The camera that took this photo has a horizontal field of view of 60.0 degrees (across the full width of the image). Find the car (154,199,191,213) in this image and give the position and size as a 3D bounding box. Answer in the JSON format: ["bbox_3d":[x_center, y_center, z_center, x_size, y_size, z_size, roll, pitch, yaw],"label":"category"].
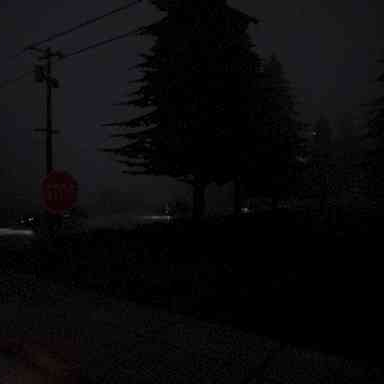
[{"bbox_3d":[-2.078,1.546,35.572,2.097,1.767,4.553,0,0,33],"label":"car"}]

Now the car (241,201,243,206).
[{"bbox_3d":[8.841,1.759,52.119,2.033,1.411,5.357,0,0,33],"label":"car"}]

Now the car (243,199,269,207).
[{"bbox_3d":[9.221,1.704,46.208,1.812,1.442,4.674,0,0,34],"label":"car"}]

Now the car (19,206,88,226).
[{"bbox_3d":[-9.783,1.692,23.776,1.837,1.490,4.892,0,0,33],"label":"car"}]

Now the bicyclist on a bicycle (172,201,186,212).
[{"bbox_3d":[-0.941,1.439,23.634,1.656,1.620,0.582,-1,0,33],"label":"bicyclist on a bicycle"}]
